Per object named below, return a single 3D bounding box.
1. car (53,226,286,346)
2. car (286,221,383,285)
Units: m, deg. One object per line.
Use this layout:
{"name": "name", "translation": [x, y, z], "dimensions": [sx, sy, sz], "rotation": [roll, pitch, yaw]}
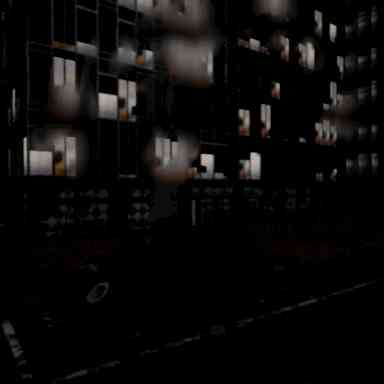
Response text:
{"name": "car", "translation": [-0.401, 1.443, 6.282], "dimensions": [4.097, 1.590, 1.967], "rotation": [0, -1, -35]}
{"name": "car", "translation": [4.088, 1.534, 9.483], "dimensions": [4.829, 1.417, 1.752], "rotation": [0, -1, -35]}
